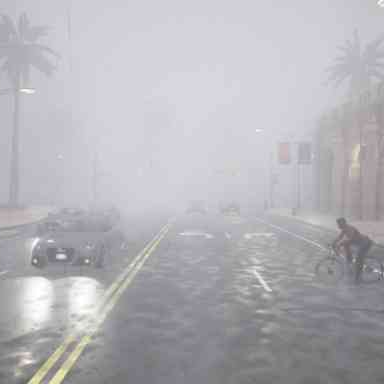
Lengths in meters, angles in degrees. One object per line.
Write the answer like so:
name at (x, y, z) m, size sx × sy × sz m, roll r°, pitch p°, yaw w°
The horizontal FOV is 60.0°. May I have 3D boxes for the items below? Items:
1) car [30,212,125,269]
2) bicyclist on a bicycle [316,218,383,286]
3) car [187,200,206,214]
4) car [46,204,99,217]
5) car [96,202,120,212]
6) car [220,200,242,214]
car at (-3.550, 1.564, 11.038) m, size 1.994 × 1.385 × 4.181 m, roll 0°, pitch 0°, yaw 1°
bicyclist on a bicycle at (3.828, 1.452, 8.105) m, size 1.656 × 1.620 × 0.582 m, roll -2°, pitch 0°, yaw 0°
car at (0.436, 1.547, 34.867) m, size 2.033 × 1.411 × 5.357 m, roll 0°, pitch 0°, yaw 1°
car at (-6.968, 1.564, 18.594) m, size 1.994 × 1.385 × 4.181 m, roll 0°, pitch 0°, yaw 1°
car at (-6.783, 1.531, 25.700) m, size 1.812 × 1.442 × 4.674 m, roll 0°, pitch 0°, yaw 1°
car at (3.970, 1.526, 34.847) m, size 1.812 × 1.442 × 4.674 m, roll 0°, pitch 0°, yaw 2°
